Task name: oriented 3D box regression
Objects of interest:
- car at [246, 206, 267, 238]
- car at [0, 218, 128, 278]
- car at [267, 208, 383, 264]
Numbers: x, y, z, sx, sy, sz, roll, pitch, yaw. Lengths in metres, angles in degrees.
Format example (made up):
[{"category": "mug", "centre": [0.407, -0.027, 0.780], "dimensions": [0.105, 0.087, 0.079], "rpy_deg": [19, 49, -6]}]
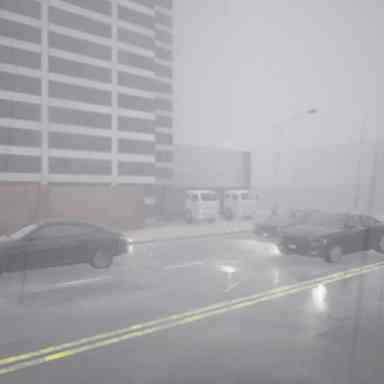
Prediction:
[{"category": "car", "centre": [5.436, 1.517, 16.373], "dimensions": [5.357, 1.411, 2.033], "rpy_deg": [0, 0, -35]}, {"category": "car", "centre": [-4.165, 1.521, 9.610], "dimensions": [4.674, 1.442, 1.812], "rpy_deg": [0, 0, -35]}, {"category": "car", "centre": [5.225, 1.453, 11.956], "dimensions": [5.008, 1.535, 1.882], "rpy_deg": [0, 0, -35]}]
